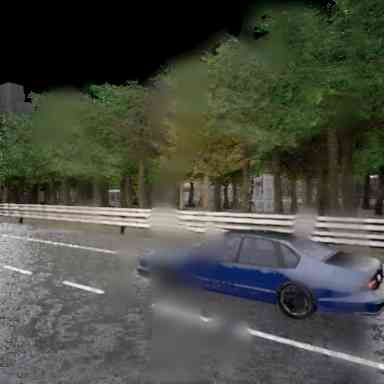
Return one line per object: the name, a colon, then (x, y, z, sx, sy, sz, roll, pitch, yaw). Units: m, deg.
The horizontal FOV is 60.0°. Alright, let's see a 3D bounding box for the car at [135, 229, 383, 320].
car: (1.238, 1.549, 7.319, 5.357, 1.411, 2.033, 0, 0, 35)
